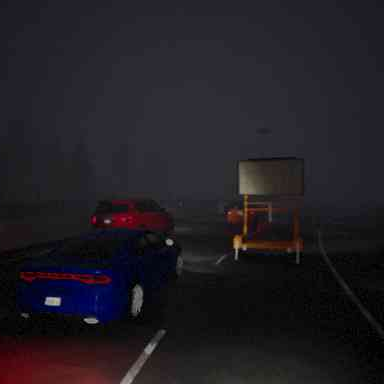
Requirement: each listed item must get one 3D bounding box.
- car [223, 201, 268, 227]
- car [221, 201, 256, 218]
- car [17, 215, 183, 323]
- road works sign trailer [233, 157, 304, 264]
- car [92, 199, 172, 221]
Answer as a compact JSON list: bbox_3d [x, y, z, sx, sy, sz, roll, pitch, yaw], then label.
[{"bbox_3d":[4.162,1.502,24.483,2.097,1.767,4.553,0,0,24],"label":"car"},{"bbox_3d":[4.781,1.687,33.503,1.882,1.535,5.008,0,-1,29],"label":"car"},{"bbox_3d":[-1.592,1.535,7.521,1.882,1.535,5.008,0,0,13],"label":"car"},{"bbox_3d":[2.922,0.538,12.340,2.380,3.560,2.880,0,0,20],"label":"road works sign trailer"},{"bbox_3d":[-2.731,1.344,16.521,2.150,2.045,5.566,0,0,18],"label":"car"}]
